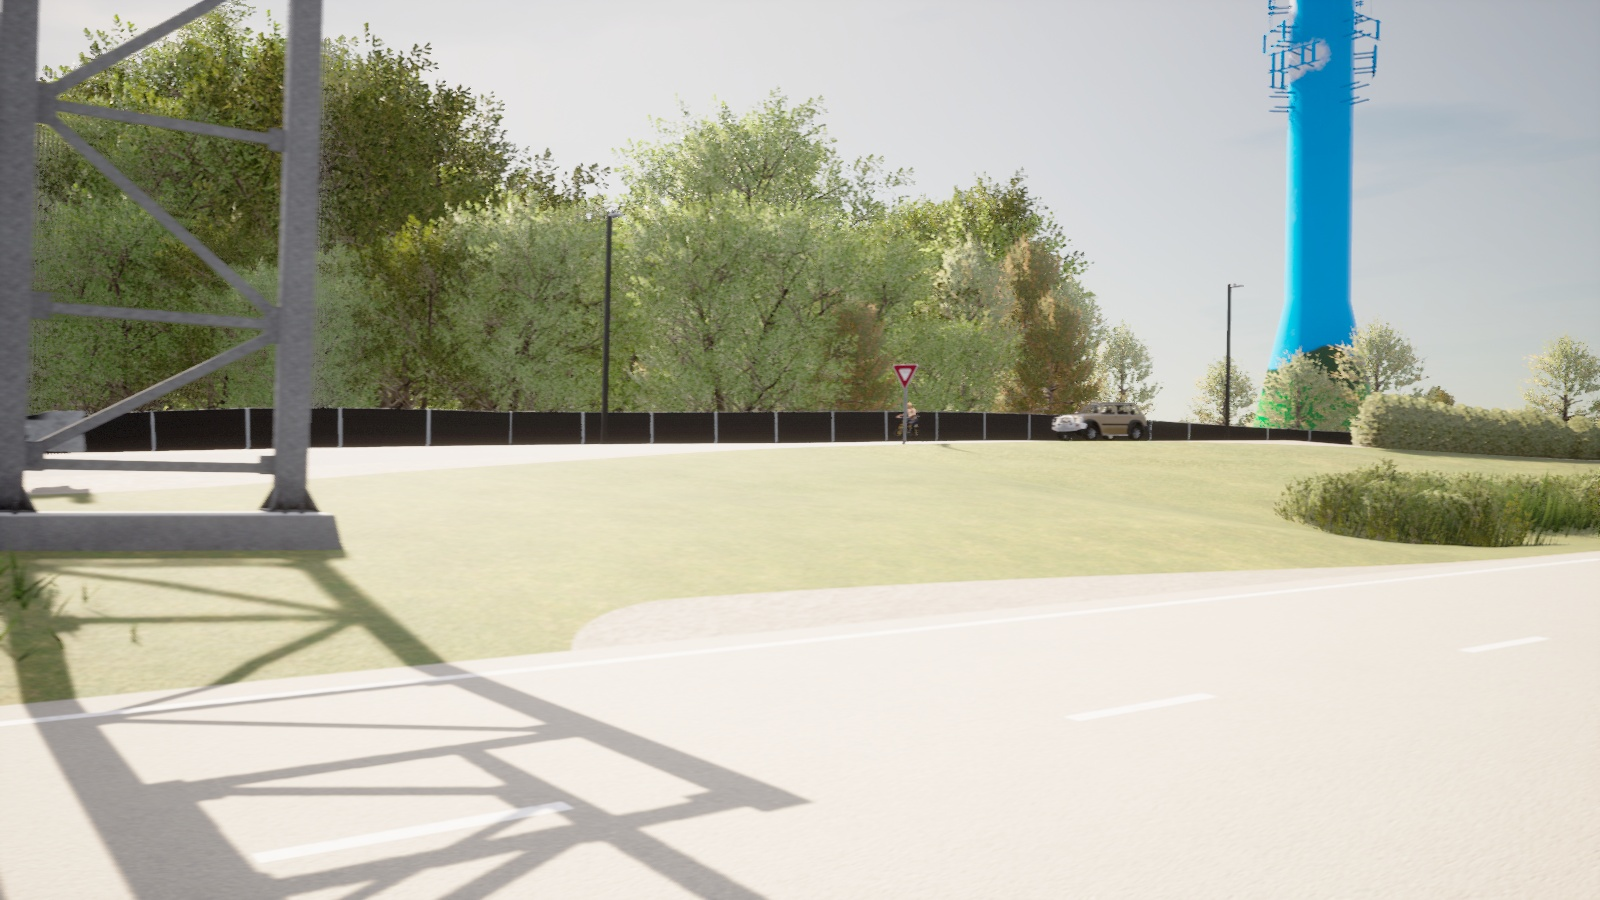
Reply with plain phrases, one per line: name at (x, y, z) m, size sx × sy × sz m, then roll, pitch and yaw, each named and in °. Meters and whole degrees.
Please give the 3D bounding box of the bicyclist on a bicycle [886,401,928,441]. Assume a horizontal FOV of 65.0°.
bicyclist on a bicycle at (4.368, -1.172, 51.261) m, size 1.509 × 1.612 × 0.866 m, roll -2°, pitch 1°, yaw -37°

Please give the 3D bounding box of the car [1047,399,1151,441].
car at (13.805, -1.375, 57.897) m, size 4.605 × 1.855 × 1.932 m, roll -1°, pitch 0°, yaw -32°
